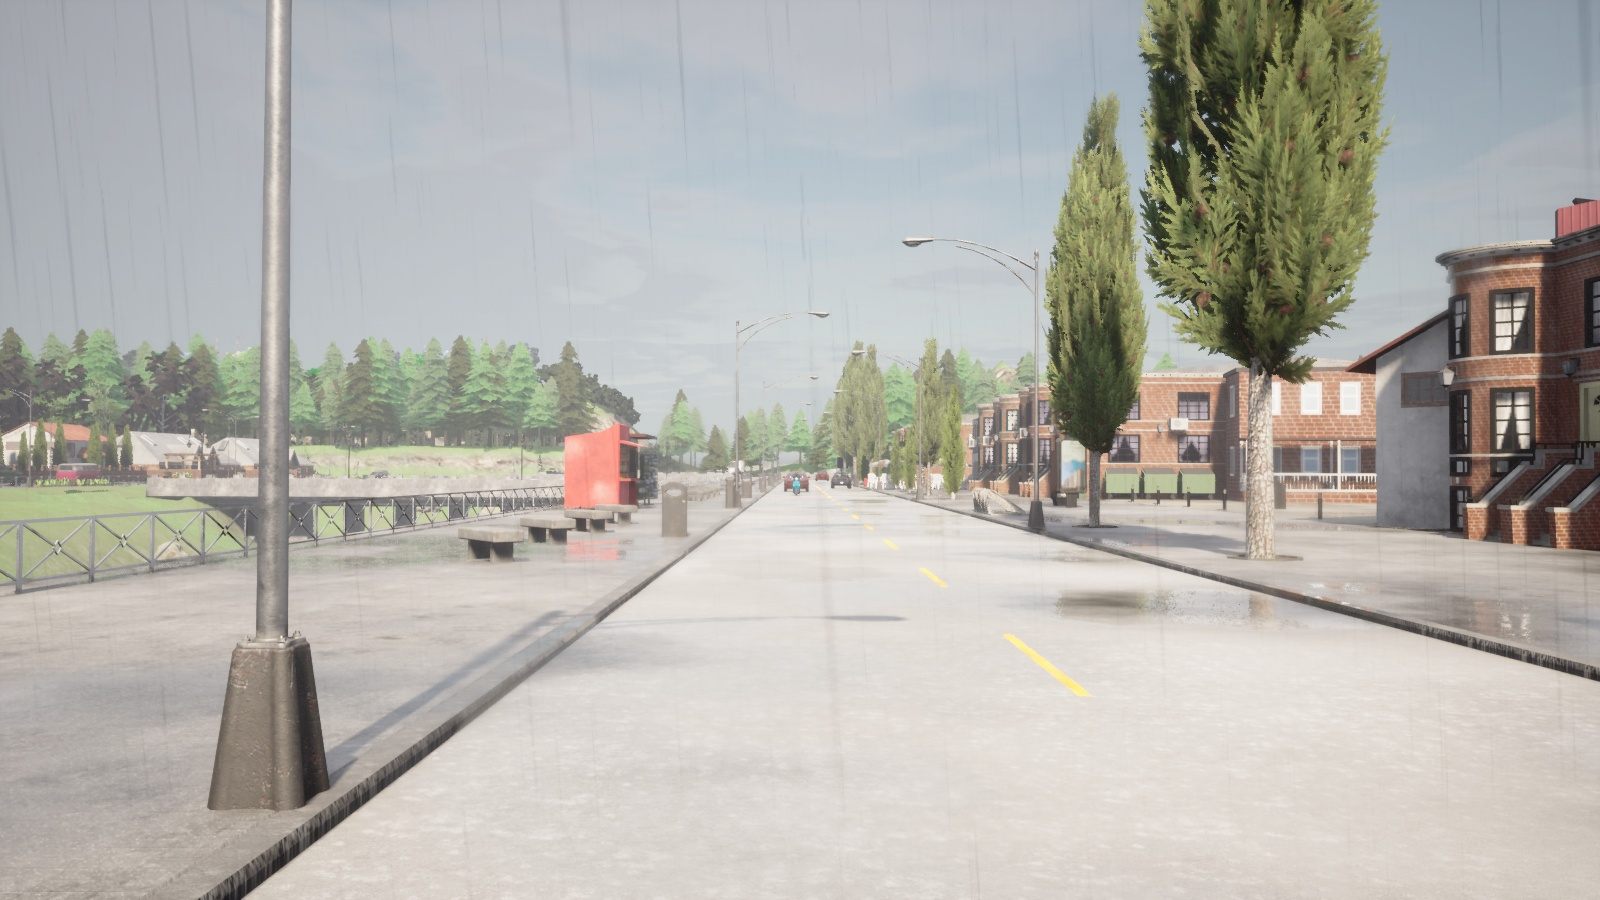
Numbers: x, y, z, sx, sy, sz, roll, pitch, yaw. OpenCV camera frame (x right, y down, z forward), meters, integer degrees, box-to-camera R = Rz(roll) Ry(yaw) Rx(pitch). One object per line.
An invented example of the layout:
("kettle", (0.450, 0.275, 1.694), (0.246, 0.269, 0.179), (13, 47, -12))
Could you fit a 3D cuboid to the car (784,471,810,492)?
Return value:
("car", (-0.247, 2.384, 94.966), (1.882, 1.535, 5.008), (0, -1, 0))
